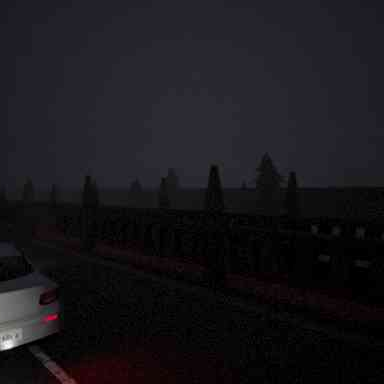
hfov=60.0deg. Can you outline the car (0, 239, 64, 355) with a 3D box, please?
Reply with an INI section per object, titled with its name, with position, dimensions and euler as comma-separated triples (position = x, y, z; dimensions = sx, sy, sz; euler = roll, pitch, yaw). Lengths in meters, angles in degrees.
[car]
position = -3.742, 1.522, 5.537
dimensions = 1.812, 1.442, 4.674
euler = 0, 0, -44
